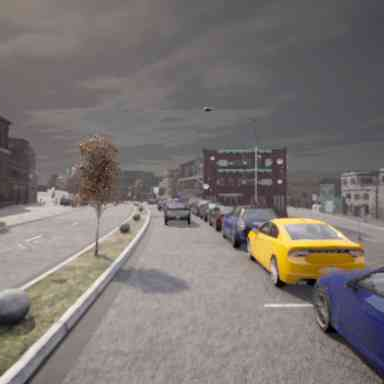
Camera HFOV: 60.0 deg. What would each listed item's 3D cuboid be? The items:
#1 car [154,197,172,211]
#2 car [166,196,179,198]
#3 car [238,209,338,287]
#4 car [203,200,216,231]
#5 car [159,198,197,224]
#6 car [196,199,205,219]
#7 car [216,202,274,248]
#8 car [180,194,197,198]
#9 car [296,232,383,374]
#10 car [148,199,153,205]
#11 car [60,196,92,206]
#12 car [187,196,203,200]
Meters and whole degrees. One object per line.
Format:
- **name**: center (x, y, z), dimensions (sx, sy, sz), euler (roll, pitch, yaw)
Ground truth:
- **car**: center (-3.363, 1.636, 41.531), dimensions (1.895, 1.301, 4.718), euler (0, -1, -9)
- **car**: center (-2.574, 1.706, 53.469), dimensions (2.002, 1.452, 4.674), euler (0, -1, -11)
- **car**: center (2.841, 1.469, 9.370), dimensions (2.097, 1.535, 5.008), euler (0, 0, -1)
- **car**: center (2.176, 1.493, 20.602), dimensions (2.163, 1.488, 4.792), euler (0, 0, -4)
- **car**: center (-1.156, 1.477, 24.425), dimensions (2.128, 1.511, 4.902), euler (0, 0, -5)
- **car**: center (1.680, 1.500, 26.099), dimensions (2.002, 1.452, 4.674), euler (0, 0, -5)
- **car**: center (2.580, 1.341, 14.888), dimensions (2.185, 1.767, 4.553), euler (0, 0, -3)
- **car**: center (0.325, 1.352, 37.073), dimensions (2.185, 1.767, 4.553), euler (0, 0, -8)
- **car**: center (2.985, 1.513, 3.823), dimensions (2.002, 1.452, 4.674), euler (0, 0, 0)
- **car**: center (-7.925, 2.253, 75.014), dimensions (2.163, 1.488, 4.792), euler (0, -2, -16)
- **car**: center (-21.074, 1.675, 60.471), dimensions (5.566, 2.045, 2.435), euler (0, -1, -14)
- **car**: center (1.078, 1.461, 31.487), dimensions (2.231, 1.521, 4.892), euler (0, 0, -6)
